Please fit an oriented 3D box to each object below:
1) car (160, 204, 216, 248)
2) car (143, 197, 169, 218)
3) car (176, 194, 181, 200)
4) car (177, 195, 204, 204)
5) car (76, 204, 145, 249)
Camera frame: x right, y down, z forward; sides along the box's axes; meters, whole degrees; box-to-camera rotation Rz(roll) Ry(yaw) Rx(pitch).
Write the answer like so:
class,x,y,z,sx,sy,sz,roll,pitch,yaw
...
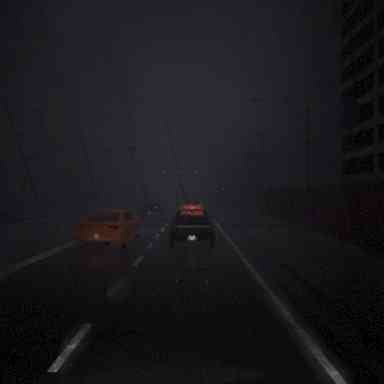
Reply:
class,x,y,z,sx,sy,sz,roll,pitch,yaw
car,0.000,1.493,14.650,2.128,1.511,4.902,0,0,0
car,-3.500,1.493,29.650,2.128,1.511,4.902,0,0,0
car,-3.500,1.400,92.126,2.128,1.511,4.902,0,0,0
car,0.000,1.364,29.620,2.097,1.767,4.553,0,0,0
car,-3.500,1.483,14.650,1.882,1.535,5.008,0,0,0
